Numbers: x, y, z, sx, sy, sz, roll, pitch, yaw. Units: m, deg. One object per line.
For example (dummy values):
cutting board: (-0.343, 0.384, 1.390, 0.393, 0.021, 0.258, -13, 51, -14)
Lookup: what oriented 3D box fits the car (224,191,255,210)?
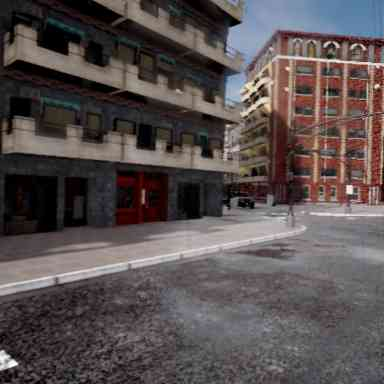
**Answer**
car: (5.845, 0.966, 40.127, 2.150, 2.045, 5.566, 1, 0, -7)
